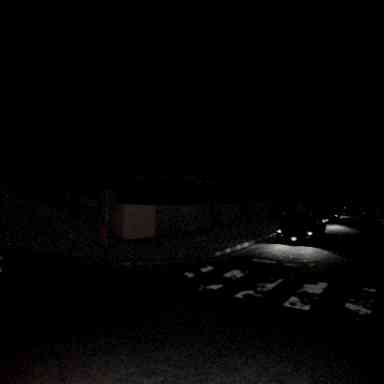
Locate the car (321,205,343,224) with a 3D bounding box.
[{"bbox_3d":[12.655,2.155,30.875,1.895,1.301,4.718,1,-1,25],"label":"car"}]

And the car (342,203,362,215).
[{"bbox_3d":[22.842,2.495,47.140,1.994,1.385,4.181,1,-1,21],"label":"car"}]

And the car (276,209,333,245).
[{"bbox_3d":[5.983,1.832,17.749,2.033,1.411,5.357,1,-1,28],"label":"car"}]

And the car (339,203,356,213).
[{"bbox_3d":[26.308,2.657,56.528,2.033,1.411,5.357,1,-1,19],"label":"car"}]

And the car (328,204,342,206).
[{"bbox_3d":[18.882,2.358,44.811,1.812,1.442,4.674,1,-1,23],"label":"car"}]
